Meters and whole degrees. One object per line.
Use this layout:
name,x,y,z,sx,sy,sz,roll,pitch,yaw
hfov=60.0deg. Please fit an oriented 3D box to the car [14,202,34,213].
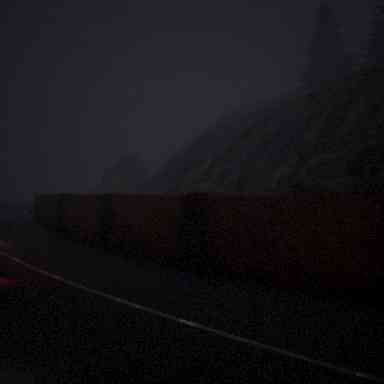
car,-22.479,2.126,46.687,1.837,1.490,4.892,0,-2,-3

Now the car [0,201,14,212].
car,-26.000,2.085,47.195,1.837,1.490,4.892,0,-2,-3
